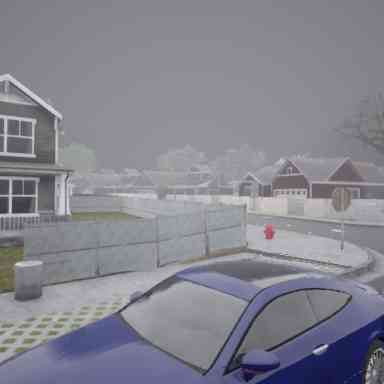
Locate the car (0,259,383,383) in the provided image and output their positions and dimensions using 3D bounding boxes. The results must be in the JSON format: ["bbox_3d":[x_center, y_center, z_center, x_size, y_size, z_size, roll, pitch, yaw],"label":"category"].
[{"bbox_3d":[0.367,1.526,3.392,4.674,1.442,1.812,0,0,-38],"label":"car"}]
